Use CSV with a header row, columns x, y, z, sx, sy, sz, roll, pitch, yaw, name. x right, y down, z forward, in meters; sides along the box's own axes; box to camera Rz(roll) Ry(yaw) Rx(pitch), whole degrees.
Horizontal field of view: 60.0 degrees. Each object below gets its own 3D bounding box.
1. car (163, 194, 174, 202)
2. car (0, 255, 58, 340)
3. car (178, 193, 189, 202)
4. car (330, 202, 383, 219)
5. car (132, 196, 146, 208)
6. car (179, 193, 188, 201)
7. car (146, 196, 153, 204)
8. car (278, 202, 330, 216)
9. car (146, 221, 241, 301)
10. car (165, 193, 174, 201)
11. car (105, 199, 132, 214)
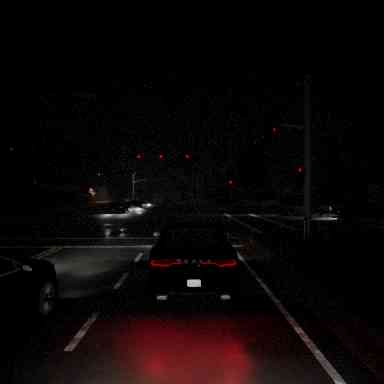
x,y,z,sx,sy,sz,roll,pitch,yaw,name
-5.422,1.533,74.583,2.033,1.411,5.357,0,0,-1,car
-3.468,1.492,4.428,2.128,1.511,4.902,0,0,0,car
-1.907,1.225,74.284,2.150,2.045,5.566,0,0,-1,car
14.759,1.564,29.002,4.181,1.385,1.994,0,0,-2,car
-8.354,1.601,48.886,1.895,1.301,4.718,0,0,-1,car
-2.190,1.225,85.017,2.150,2.045,5.566,0,0,-1,car
-8.708,1.490,64.520,2.128,1.511,4.902,0,0,-1,car
10.863,1.601,32.391,4.718,1.301,1.895,0,0,-2,car
0.000,1.478,8.420,1.882,1.535,5.008,0,0,-1,car
-5.695,1.270,85.188,2.097,1.767,4.553,0,0,-1,car
-7.961,1.525,35.725,1.812,1.442,4.674,0,0,-2,car
